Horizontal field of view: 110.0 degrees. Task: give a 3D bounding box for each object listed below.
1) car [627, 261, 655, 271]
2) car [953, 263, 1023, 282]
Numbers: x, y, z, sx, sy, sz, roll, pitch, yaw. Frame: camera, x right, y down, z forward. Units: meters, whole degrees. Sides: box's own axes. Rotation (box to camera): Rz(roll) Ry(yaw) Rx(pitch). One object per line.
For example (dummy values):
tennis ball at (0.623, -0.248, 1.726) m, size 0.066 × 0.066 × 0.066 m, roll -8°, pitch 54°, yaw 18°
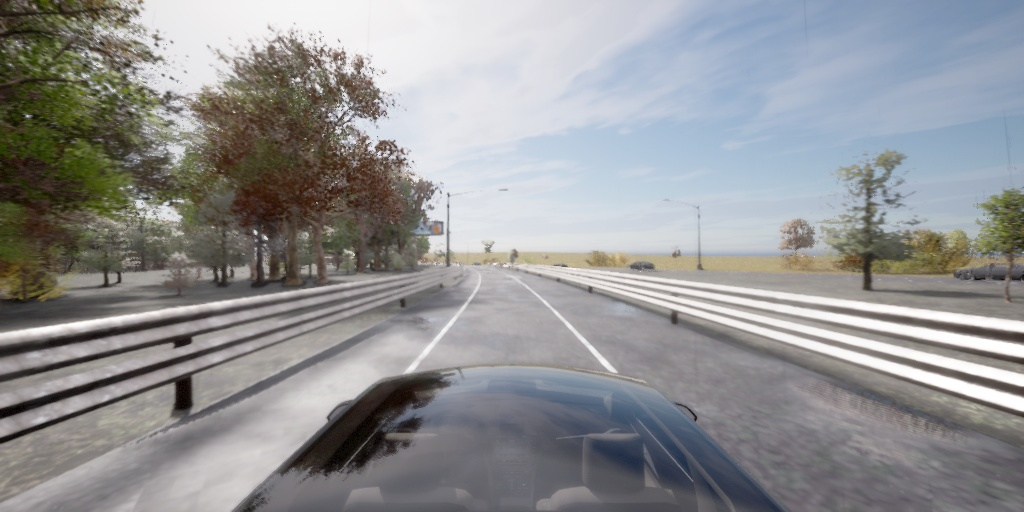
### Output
car at (20.077, 1.569, 56.029) m, size 1.837 × 1.490 × 4.892 m, roll 0°, pitch -1°, yaw -25°
car at (34.284, 1.148, 25.155) m, size 1.994 × 1.385 × 4.181 m, roll 0°, pitch -1°, yaw -25°
